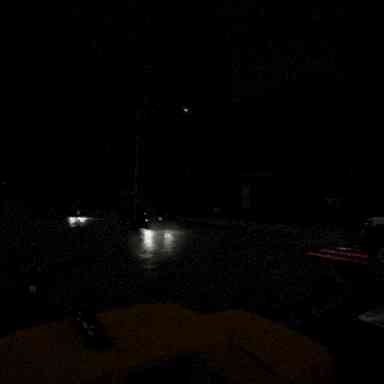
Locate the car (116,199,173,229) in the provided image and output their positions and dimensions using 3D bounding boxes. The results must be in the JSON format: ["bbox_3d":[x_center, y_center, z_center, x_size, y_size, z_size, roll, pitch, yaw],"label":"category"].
[{"bbox_3d":[-3.737,1.531,24.733,2.150,2.045,5.566,2,-2,-35],"label":"car"}]

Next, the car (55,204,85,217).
[{"bbox_3d":[-14.152,2.150,39.334,2.128,1.511,4.902,2,-2,-35],"label":"car"}]

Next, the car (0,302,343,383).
[{"bbox_3d":[-0.922,1.526,2.132,4.829,1.417,1.752,0,1,-35],"label":"car"}]

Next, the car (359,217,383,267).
[{"bbox_3d":[7.315,1.523,9.265,1.837,1.490,4.892,1,-2,-36],"label":"car"}]

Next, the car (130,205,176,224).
[{"bbox_3d":[-3.582,1.919,29.589,1.882,1.535,5.008,2,-2,-36],"label":"car"}]
